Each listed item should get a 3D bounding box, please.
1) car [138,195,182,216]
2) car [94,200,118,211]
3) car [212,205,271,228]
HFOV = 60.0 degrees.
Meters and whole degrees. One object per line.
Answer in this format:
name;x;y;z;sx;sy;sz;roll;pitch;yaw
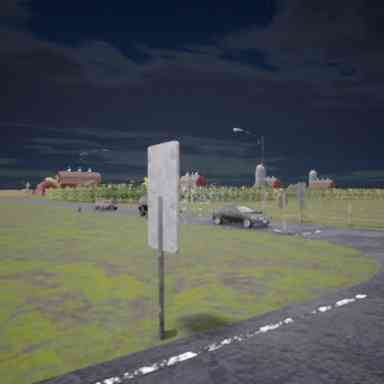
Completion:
car;-3.188;1.348;31.958;2.150;2.045;5.566;0;0;-36
car;-11.193;1.712;43.176;1.994;1.385;4.181;0;0;-35
car;3.305;1.637;23.254;1.812;1.442;4.674;0;0;-37
